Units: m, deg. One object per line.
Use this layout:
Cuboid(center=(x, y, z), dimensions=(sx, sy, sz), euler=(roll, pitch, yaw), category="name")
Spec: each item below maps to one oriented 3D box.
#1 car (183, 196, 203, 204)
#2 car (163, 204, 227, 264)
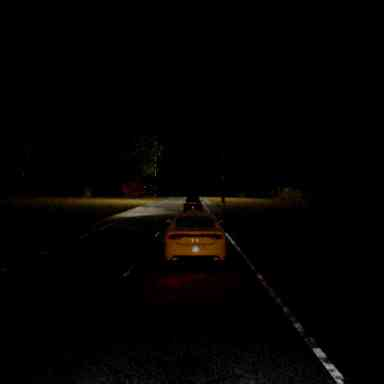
Cuboid(center=(0.092, 1.248, 35.619), dimensions=(1.837, 1.490, 4.892), euler=(0, 1, 0), category="car")
Cuboid(center=(0.098, 1.394, 11.565), dimensions=(1.882, 1.535, 5.008), euler=(0, 1, 0), category="car")
